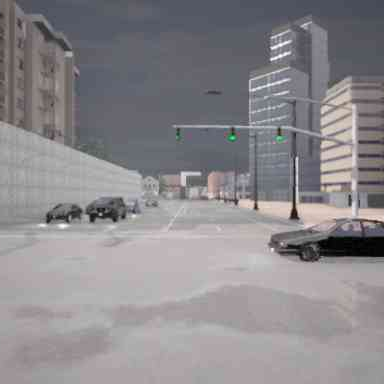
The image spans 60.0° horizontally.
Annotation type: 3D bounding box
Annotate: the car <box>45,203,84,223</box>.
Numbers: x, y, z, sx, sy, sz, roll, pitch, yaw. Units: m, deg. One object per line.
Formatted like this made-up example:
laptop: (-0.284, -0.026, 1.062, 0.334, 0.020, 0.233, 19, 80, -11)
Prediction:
car: (-10.606, 1.705, 27.989, 1.837, 1.490, 4.892, 0, 0, 0)

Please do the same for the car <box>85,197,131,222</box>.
car: (-7.102, 1.426, 28.622, 2.150, 2.045, 5.566, 0, 0, 0)

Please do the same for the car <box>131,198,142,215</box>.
car: (-7.106, 1.799, 38.269, 1.812, 1.442, 4.674, 0, 0, 0)

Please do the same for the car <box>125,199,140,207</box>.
car: (-10.548, 1.928, 59.183, 1.837, 1.490, 4.892, 0, -1, 0)

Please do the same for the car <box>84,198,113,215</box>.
car: (-10.607, 1.623, 38.030, 2.097, 1.767, 4.553, 0, 0, 0)

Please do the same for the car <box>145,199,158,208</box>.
car: (-7.055, 1.908, 58.384, 2.128, 1.511, 4.902, 0, 0, 0)

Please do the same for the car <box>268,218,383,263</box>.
car: (5.507, 1.634, 11.717, 5.357, 1.411, 2.033, 0, 0, 0)
